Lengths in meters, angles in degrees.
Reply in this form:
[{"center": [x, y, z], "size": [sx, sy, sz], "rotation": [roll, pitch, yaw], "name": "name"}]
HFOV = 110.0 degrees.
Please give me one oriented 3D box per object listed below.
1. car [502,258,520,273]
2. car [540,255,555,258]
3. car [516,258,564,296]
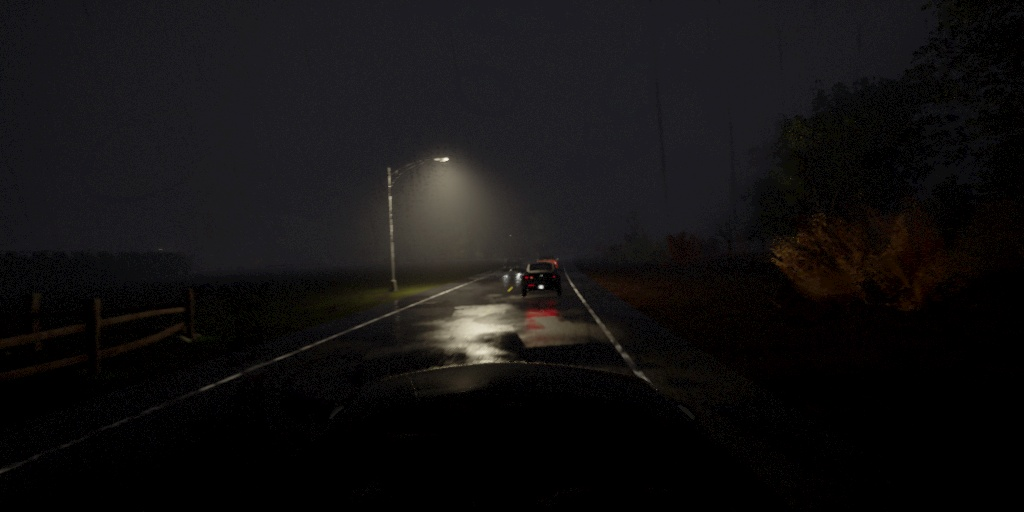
[{"center": [0.196, 0.960, 37.558], "size": [2.033, 1.411, 5.357], "rotation": [-2, 1, 7], "name": "car"}, {"center": [3.527, 0.654, 35.554], "size": [2.097, 1.767, 4.553], "rotation": [-2, 0, 7], "name": "car"}, {"center": [1.514, 1.051, 17.992], "size": [1.837, 1.490, 4.892], "rotation": [-2, 1, 6], "name": "car"}]
